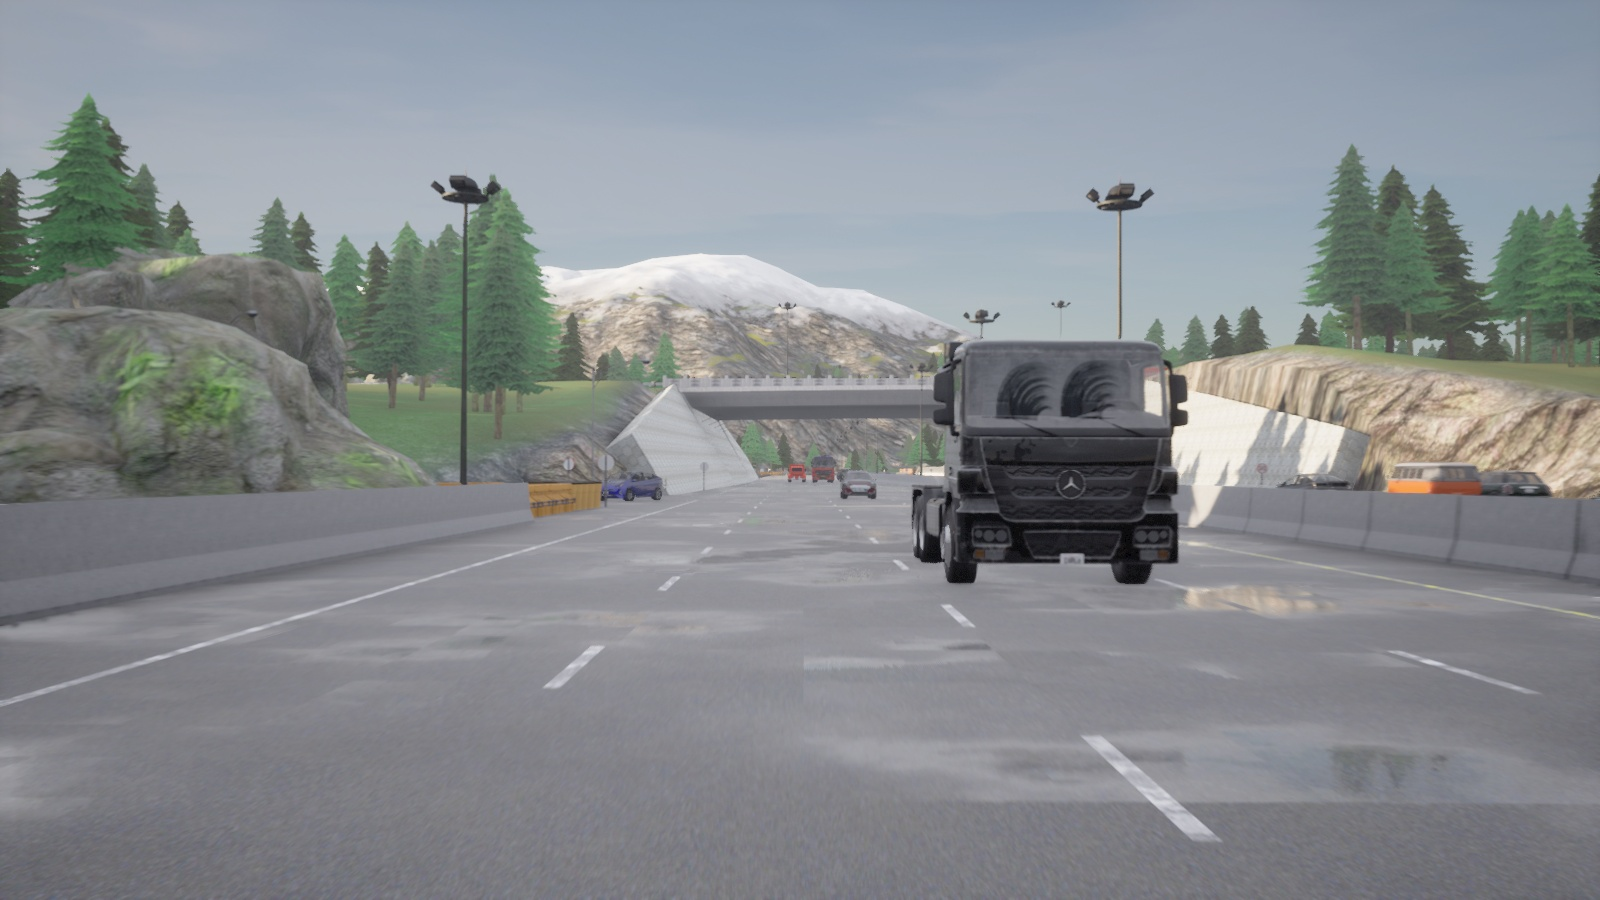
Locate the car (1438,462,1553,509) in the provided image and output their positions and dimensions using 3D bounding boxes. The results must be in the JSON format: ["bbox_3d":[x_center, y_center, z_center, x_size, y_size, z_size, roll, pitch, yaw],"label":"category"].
[{"bbox_3d":[27.876,1.404,50.531,2.097,1.767,4.553,0,-1,0],"label":"car"}]

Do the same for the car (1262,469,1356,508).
[{"bbox_3d":[20.874,1.542,51.703,2.007,1.525,4.514,0,-1,0],"label":"car"}]

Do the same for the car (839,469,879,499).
[{"bbox_3d":[3.325,1.935,72.029,2.033,1.649,4.856,0,-1,0],"label":"car"}]

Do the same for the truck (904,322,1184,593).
[{"bbox_3d":[3.447,0.154,20.067,2.891,3.462,7.936,0,-1,0],"label":"truck"}]

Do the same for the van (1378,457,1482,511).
[{"bbox_3d":[24.381,1.286,48.763,1.775,1.987,4.442,0,-1,0],"label":"van"}]

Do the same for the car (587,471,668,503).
[{"bbox_3d":[-8.712,1.864,63.939,2.007,1.525,4.514,-1,-1,24],"label":"car"}]
